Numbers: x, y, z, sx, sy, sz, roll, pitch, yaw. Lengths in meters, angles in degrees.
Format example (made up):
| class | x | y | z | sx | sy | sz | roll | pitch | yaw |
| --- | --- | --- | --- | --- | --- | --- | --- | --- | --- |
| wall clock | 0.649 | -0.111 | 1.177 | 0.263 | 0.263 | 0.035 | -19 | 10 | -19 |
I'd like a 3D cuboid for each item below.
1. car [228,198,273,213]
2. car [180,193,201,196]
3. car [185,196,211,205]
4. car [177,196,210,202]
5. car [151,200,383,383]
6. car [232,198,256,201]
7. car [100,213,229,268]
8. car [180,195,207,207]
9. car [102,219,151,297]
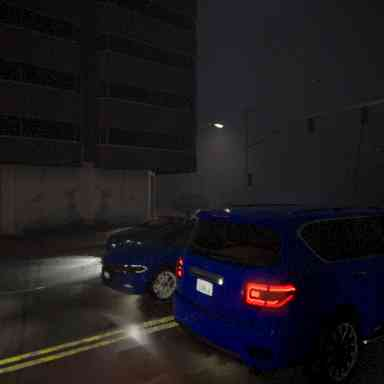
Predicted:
| class | x | y | z | sx | sy | sz | roll | pitch | yaw |
| --- | --- | --- | --- | --- | --- | --- | --- | --- | --- |
| car | 6.580 | 1.489 | 38.049 | 2.128 | 1.511 | 4.902 | 0 | 0 | -36 |
| car | 0.266 | 1.219 | 46.711 | 2.150 | 2.045 | 5.566 | 0 | 0 | -35 |
| car | 1.029 | 1.474 | 57.832 | 1.882 | 1.535 | 5.008 | 0 | 0 | -36 |
| car | -0.376 | 1.545 | 41.642 | 2.033 | 1.411 | 5.357 | 0 | 0 | -36 |
| car | 2.348 | 1.221 | 5.483 | 5.566 | 2.045 | 2.150 | 0 | 0 | -35 |
| car | 5.375 | 1.489 | 33.765 | 2.128 | 1.511 | 4.902 | 0 | 0 | -36 |
| car | -0.919 | 1.563 | 11.949 | 4.181 | 1.385 | 1.994 | 0 | 0 | -36 |
| car | 0.188 | 1.349 | 53.043 | 2.097 | 1.767 | 4.553 | 0 | 0 | -36 |
| car | 0.239 | 1.477 | 8.470 | 5.008 | 1.535 | 1.882 | 0 | 0 | -36 |
